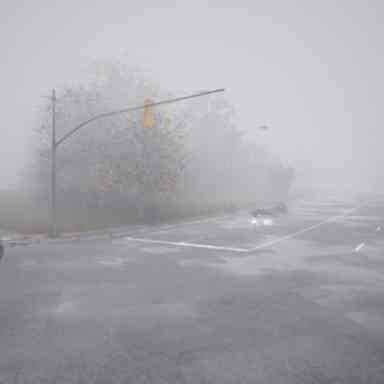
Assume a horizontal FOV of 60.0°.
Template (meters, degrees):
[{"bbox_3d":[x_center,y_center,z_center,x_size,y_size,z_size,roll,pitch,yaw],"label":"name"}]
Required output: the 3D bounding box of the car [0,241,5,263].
[{"bbox_3d":[-7.409,1.621,8.327,1.837,1.490,4.892,-1,0,34],"label":"car"}]

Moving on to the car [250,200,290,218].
[{"bbox_3d":[6.946,1.399,29.232,2.033,1.411,5.357,-1,1,34],"label":"car"}]
